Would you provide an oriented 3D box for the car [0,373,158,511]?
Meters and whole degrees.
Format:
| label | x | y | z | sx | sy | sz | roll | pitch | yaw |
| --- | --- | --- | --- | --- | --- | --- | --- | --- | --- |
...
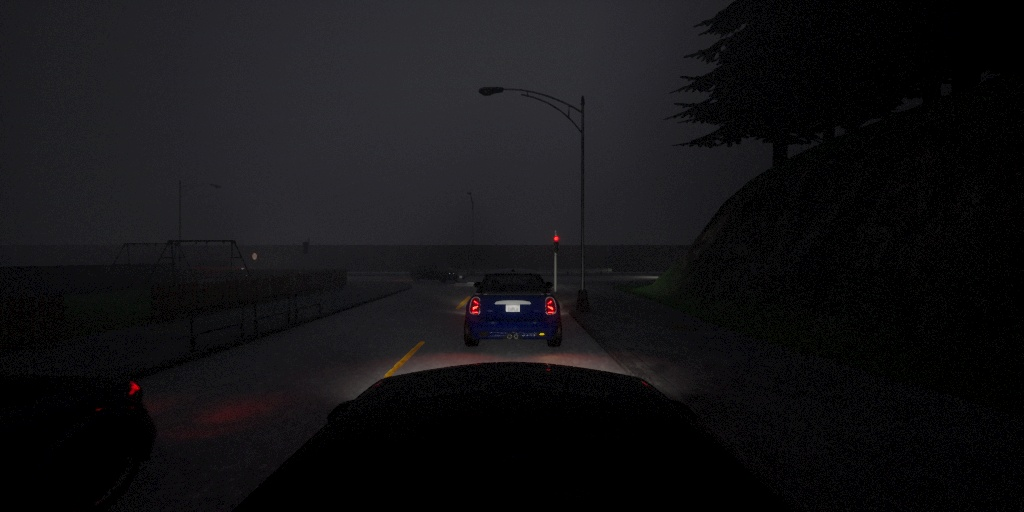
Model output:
| label | x | y | z | sx | sy | sz | roll | pitch | yaw |
| --- | --- | --- | --- | --- | --- | --- | --- | --- | --- |
| car | -4.096 | 1.314 | 1.349 | 1.994 | 1.385 | 4.181 | 0 | 0 | 0 |

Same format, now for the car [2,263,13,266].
| label | x | y | z | sx | sy | sz | roll | pitch | yaw |
| --- | --- | --- | --- | --- | --- | --- | --- | --- | --- |
| car | -44.603 | 1.275 | 29.337 | 4.674 | 1.442 | 1.812 | 0 | 0 | 0 |

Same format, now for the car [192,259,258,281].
| label | x | y | z | sx | sy | sz | roll | pitch | yaw |
| --- | --- | --- | --- | --- | --- | --- | --- | --- | --- |
| car | -23.218 | 1.103 | 29.305 | 4.553 | 1.767 | 2.097 | 0 | 0 | 0 |

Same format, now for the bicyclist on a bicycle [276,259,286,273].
| label | x | y | z | sx | sy | sz | roll | pitch | yaw |
| --- | --- | --- | --- | --- | --- | --- | --- | --- | --- |
| bicyclist on a bicycle | -24.265 | 1.098 | 37.704 | 0.582 | 1.620 | 1.656 | 0 | 0 | 0 |

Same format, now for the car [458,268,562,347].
| label | x | y | z | sx | sy | sz | roll | pitch | yaw |
| --- | --- | --- | --- | --- | --- | --- | --- | --- | --- |
| car | 0.035 | 1.102 | 9.516 | 2.097 | 1.767 | 4.553 | 0 | 0 | 0 |

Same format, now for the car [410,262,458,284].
| label | x | y | z | sx | sy | sz | roll | pitch | yaw |
| --- | --- | --- | --- | --- | --- | --- | --- | --- | --- |
| car | -5.621 | 1.241 | 27.061 | 4.902 | 1.511 | 2.128 | 0 | -1 | 36 |
